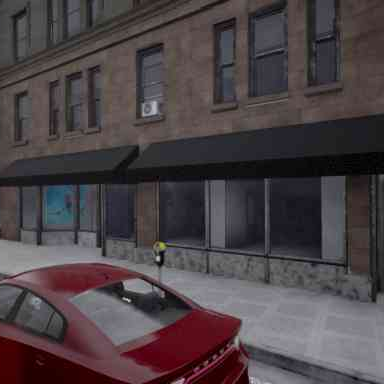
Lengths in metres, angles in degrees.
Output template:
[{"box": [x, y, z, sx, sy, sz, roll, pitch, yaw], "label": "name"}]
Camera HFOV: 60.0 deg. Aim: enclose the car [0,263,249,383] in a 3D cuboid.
[{"box": [-1.554, 1.545, 3.958, 4.507, 1.381, 1.887, 0, 0, 35], "label": "car"}]
